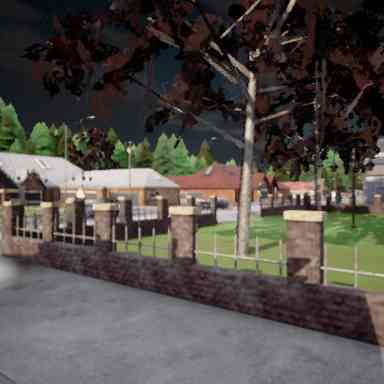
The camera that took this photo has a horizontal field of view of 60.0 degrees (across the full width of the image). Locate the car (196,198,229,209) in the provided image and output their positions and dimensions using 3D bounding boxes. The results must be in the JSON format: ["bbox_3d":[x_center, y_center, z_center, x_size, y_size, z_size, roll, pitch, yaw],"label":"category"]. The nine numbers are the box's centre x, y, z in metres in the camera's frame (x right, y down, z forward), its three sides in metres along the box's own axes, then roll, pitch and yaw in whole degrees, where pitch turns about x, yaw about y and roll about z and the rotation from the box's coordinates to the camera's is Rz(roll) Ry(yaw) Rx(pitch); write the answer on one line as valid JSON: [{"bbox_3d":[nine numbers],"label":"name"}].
[{"bbox_3d":[2.580,1.474,40.866,2.033,1.411,5.357,0,0,36],"label":"car"}]

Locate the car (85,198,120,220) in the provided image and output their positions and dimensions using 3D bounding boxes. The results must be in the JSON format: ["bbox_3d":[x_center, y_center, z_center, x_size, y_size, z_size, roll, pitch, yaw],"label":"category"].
[{"bbox_3d":[-7.307,1.278,27.135,2.097,1.767,4.553,0,0,36],"label":"car"}]
